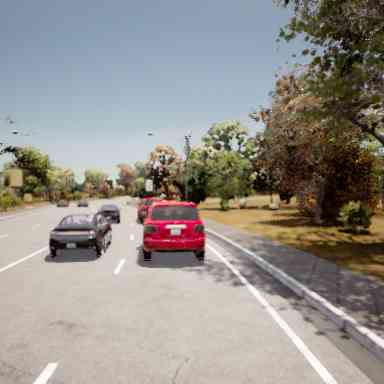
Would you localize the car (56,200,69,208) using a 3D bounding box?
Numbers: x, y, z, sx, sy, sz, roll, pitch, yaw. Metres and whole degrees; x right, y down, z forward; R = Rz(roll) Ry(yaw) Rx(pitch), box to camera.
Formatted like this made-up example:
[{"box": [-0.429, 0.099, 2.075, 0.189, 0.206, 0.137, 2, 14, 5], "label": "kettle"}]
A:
[{"box": [-23.761, 2.202, 61.287, 1.994, 1.385, 4.181, 0, -1, -17], "label": "car"}]

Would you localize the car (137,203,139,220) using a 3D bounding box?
[{"box": [-3.470, 1.533, 28.546, 2.150, 2.045, 5.566, 0, 0, -12], "label": "car"}]

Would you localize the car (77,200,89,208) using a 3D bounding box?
[{"box": [-20.416, 2.220, 62.319, 1.994, 1.385, 4.181, 0, -1, -17], "label": "car"}]

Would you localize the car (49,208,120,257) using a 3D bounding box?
[{"box": [-4.417, 1.640, 13.748, 2.128, 1.511, 4.902, 0, 0, -7], "label": "car"}]

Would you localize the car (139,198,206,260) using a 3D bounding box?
[{"box": [-0.815, 1.370, 13.239, 2.150, 2.045, 5.566, 0, 0, -6], "label": "car"}]

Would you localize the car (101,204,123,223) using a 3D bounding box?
[{"box": [-7.094, 1.812, 28.675, 1.837, 1.490, 4.892, 0, 0, -13], "label": "car"}]
